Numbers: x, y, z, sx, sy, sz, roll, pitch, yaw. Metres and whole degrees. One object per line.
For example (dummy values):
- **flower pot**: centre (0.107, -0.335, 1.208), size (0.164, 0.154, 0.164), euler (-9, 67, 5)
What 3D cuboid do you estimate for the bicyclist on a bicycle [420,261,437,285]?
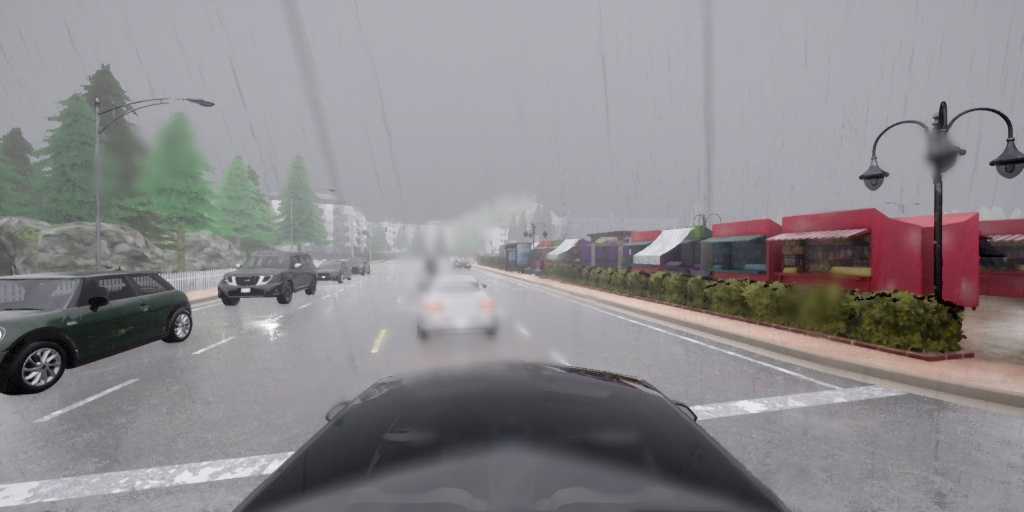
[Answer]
- **bicyclist on a bicycle**: centre (-4.524, 1.079, 19.691), size (0.582, 1.620, 1.656), euler (0, 1, 24)

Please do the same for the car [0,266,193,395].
- **car**: centre (-8.083, 1.076, 6.304), size (2.097, 1.767, 4.553), euler (0, 0, -13)

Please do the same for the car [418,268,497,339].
- **car**: centre (-1.581, 1.225, 9.874), size (1.812, 1.442, 4.674), euler (0, 0, -13)

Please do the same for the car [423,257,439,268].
- **car**: centre (-11.418, 0.901, 50.815), size (1.837, 1.490, 4.892), euler (0, 0, -13)

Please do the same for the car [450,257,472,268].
- **car**: centre (-6.107, 1.049, 43.814), size (1.895, 1.301, 4.718), euler (0, 0, -14)

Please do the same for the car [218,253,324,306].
- **car**: centre (-10.332, 0.876, 15.725), size (2.150, 2.045, 5.566), euler (0, 0, -14)

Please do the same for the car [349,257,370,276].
- **car**: centre (-14.558, 0.876, 33.318), size (2.097, 1.767, 4.553), euler (0, 0, -13)

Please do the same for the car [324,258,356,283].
- **car**: centre (-12.648, 1.088, 25.341), size (1.837, 1.490, 4.892), euler (0, 0, -13)
